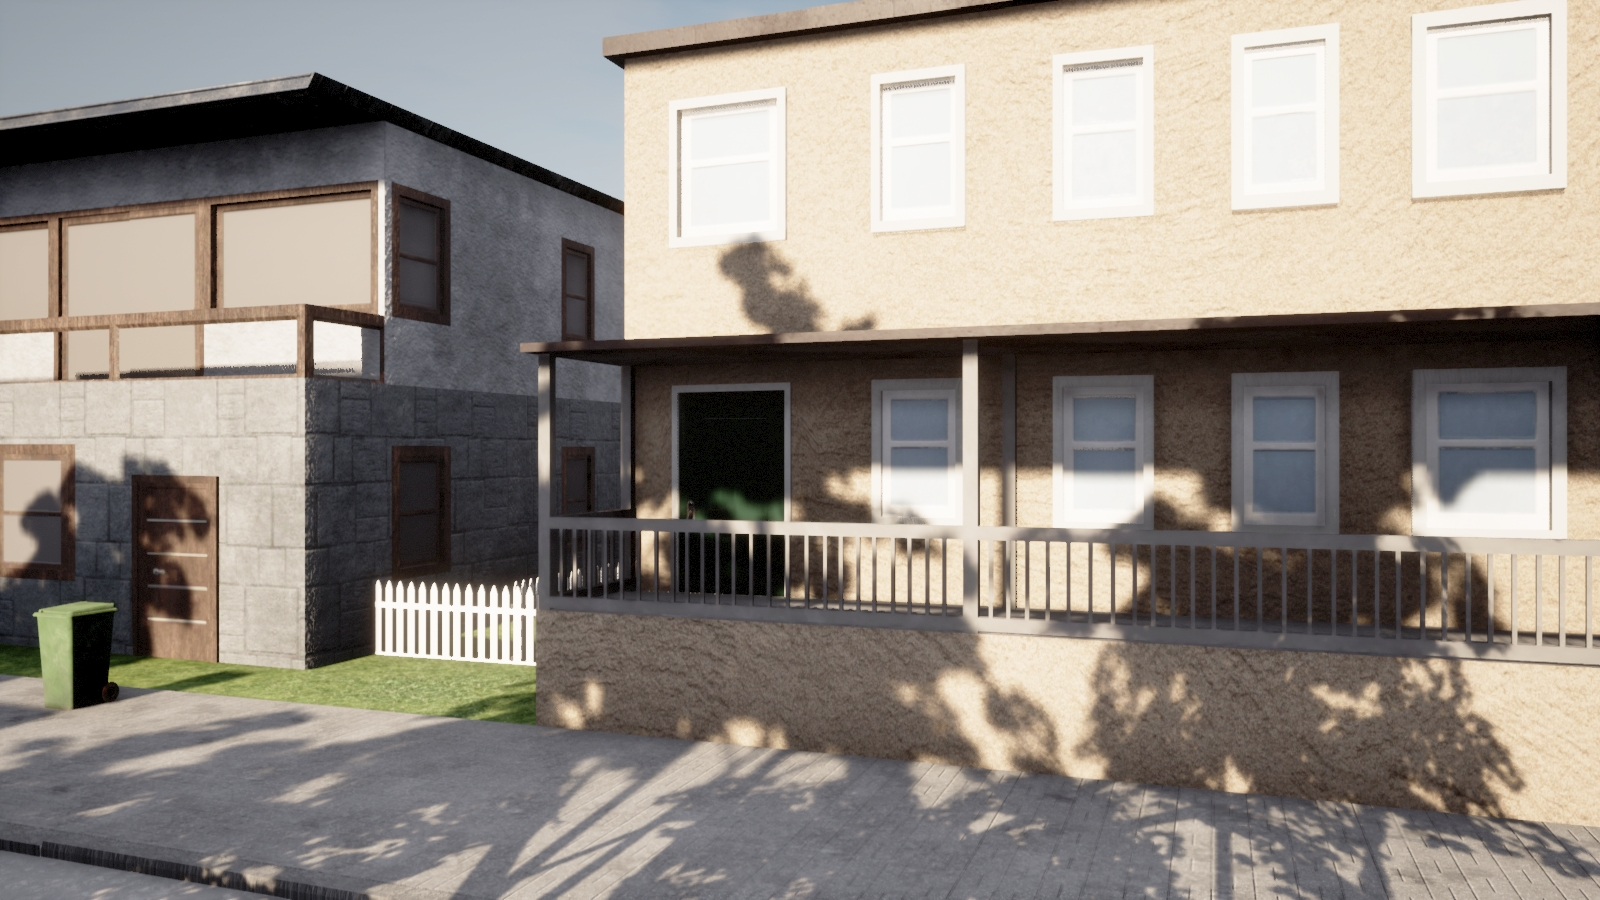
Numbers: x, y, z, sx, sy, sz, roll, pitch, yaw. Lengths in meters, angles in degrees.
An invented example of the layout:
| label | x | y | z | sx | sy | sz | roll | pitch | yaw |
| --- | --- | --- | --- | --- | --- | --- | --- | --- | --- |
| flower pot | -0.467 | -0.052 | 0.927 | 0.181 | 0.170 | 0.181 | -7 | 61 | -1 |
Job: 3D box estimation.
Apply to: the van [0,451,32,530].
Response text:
| label | x | y | z | sx | sy | sz | roll | pitch | yaw |
| --- | --- | --- | --- | --- | --- | --- | --- | --- | --- |
| van | -27.753 | 1.329 | 35.973 | 1.988 | 2.561 | 5.915 | 0 | 0 | 20 |
